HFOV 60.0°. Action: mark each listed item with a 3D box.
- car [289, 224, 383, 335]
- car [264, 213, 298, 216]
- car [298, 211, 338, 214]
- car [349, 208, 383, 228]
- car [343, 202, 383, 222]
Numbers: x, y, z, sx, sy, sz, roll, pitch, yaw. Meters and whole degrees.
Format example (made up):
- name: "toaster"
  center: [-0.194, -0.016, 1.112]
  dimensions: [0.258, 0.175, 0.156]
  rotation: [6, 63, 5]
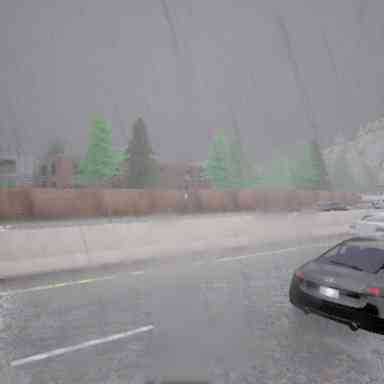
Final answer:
- name: "car"
  center: [3.838, 1.575, 6.505]
  dimensions: [4.181, 1.385, 1.994]
  rotation: [0, 0, -35]
- name: "car"
  center: [8.526, 1.602, 31.590]
  dimensions: [4.181, 1.385, 1.994]
  rotation: [0, 0, -36]
- name: "car"
  center: [11.998, 1.545, 29.770]
  dimensions: [4.892, 1.490, 1.837]
  rotation: [0, 0, -36]
- name: "car"
  center: [8.477, 1.548, 14.113]
  dimensions: [4.674, 1.442, 1.812]
  rotation: [0, 0, -36]
- name: "car"
  center: [14.454, 1.567, 27.212]
  dimensions: [4.674, 1.442, 1.812]
  rotation: [0, 0, -36]
